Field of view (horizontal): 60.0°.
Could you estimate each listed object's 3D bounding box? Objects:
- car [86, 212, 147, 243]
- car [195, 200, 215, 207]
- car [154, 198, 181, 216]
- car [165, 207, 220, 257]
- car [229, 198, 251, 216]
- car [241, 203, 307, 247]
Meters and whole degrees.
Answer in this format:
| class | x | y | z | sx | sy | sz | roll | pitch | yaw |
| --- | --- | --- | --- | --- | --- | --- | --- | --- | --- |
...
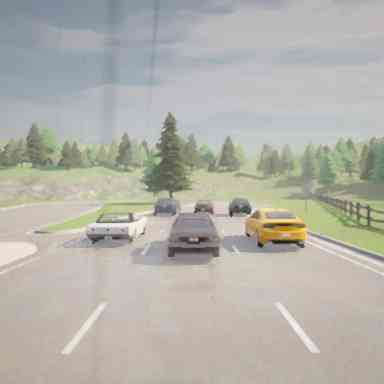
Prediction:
| class | x | y | z | sx | sy | sz | roll | pitch | yaw |
| --- | --- | --- | --- | --- | --- | --- | --- | --- | --- |
| car | -3.375 | 1.601 | 15.929 | 1.895 | 1.301 | 4.718 | 0 | 0 | 2 |
| car | 1.322 | 1.521 | 33.844 | 1.812 | 1.442 | 4.674 | 0 | 0 | 7 |
| car | -2.320 | 1.349 | 32.540 | 2.097 | 1.767 | 4.553 | 0 | 0 | 6 |
| car | 0.061 | 1.546 | 12.973 | 2.033 | 1.411 | 5.357 | 0 | 0 | 0 |
| car | 4.700 | 1.346 | 32.564 | 2.097 | 1.767 | 4.553 | 0 | 0 | 6 |
| car | 3.607 | 1.474 | 14.968 | 1.882 | 1.535 | 5.008 | 0 | 0 | 1 |
